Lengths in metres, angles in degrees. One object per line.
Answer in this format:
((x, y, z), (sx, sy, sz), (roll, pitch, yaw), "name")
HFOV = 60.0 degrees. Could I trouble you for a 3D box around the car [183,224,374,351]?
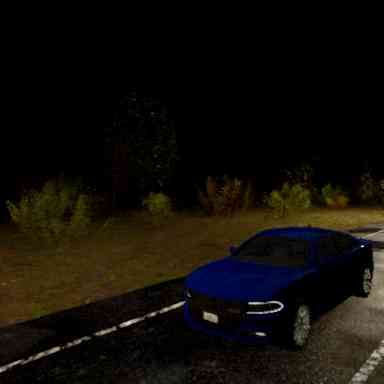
((1.961, 1.453, 6.487), (1.882, 1.535, 5.008), (-1, 0, 43), "car")
